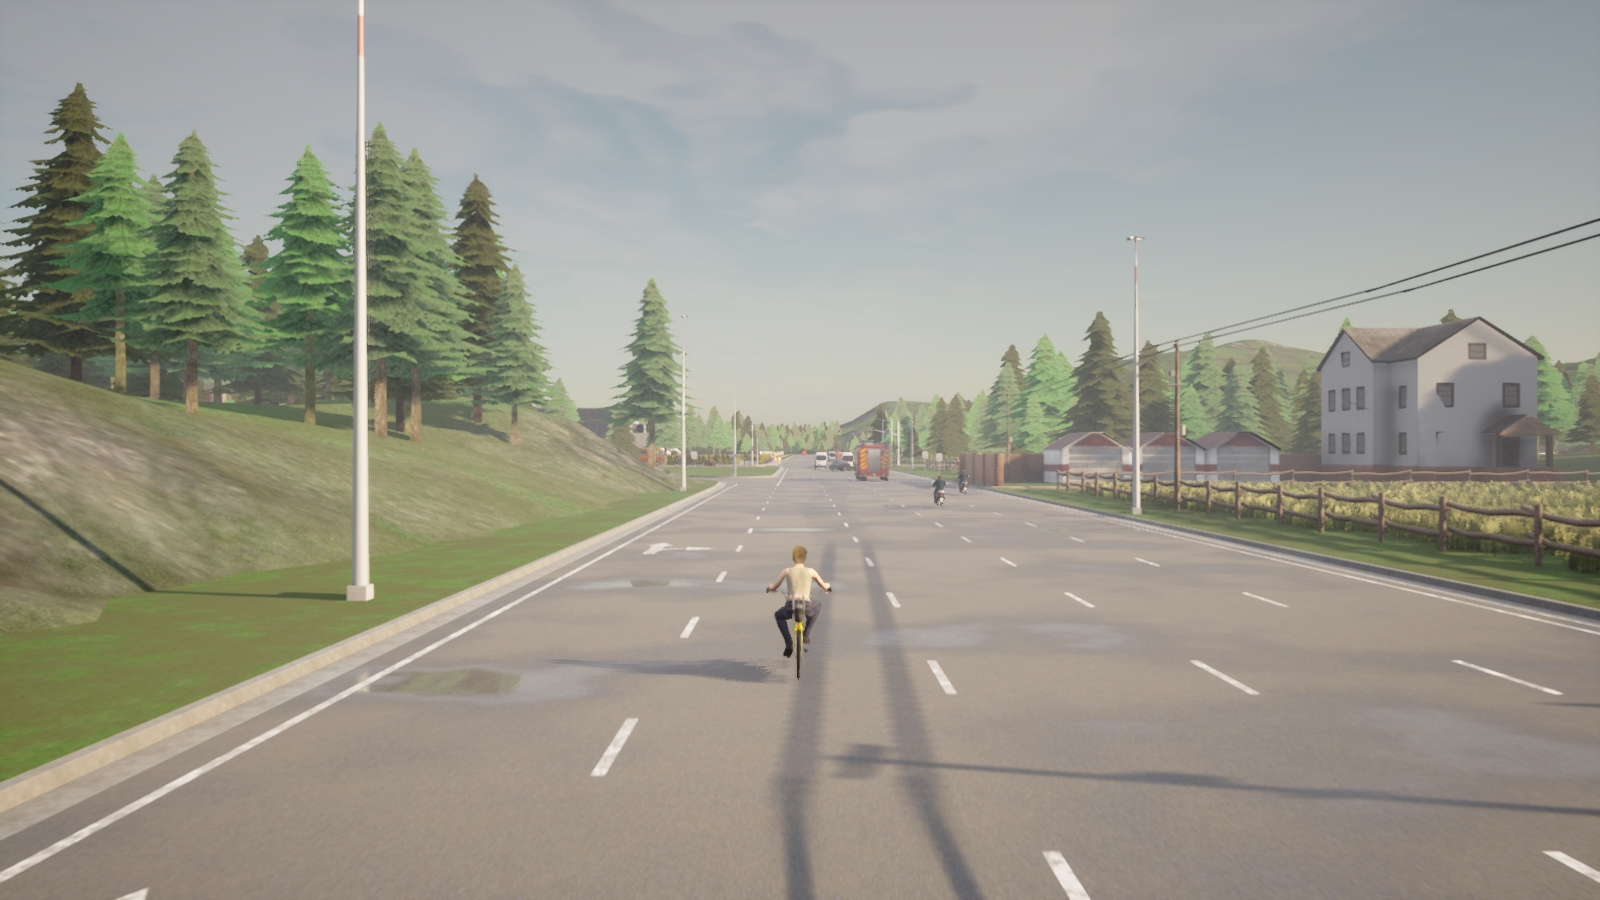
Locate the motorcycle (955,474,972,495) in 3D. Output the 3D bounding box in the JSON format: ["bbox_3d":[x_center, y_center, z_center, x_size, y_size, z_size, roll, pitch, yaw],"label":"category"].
[{"bbox_3d":[10.466,2.194,73.169,0.856,1.316,1.805,0,0,0],"label":"motorcycle"}]

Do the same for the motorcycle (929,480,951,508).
[{"bbox_3d":[6.989,2.183,57.164,0.856,1.316,1.805,0,0,0],"label":"motorcycle"}]

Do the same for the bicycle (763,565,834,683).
[{"bbox_3d":[-0.013,2.169,14.509,0.859,1.276,1.487,0,0,0],"label":"bicycle"}]
